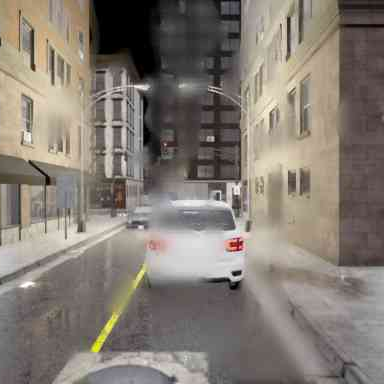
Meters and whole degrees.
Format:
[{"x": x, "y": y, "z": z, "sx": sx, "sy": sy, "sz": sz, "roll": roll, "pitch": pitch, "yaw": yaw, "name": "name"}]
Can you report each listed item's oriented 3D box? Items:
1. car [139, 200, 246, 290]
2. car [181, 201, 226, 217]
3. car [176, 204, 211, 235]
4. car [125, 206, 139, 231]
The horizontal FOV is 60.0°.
[{"x": 0.090, "y": 1.221, "z": 9.215, "sx": 2.150, "sy": 2.045, "sz": 5.566, "roll": 0, "pitch": 0, "yaw": 0, "name": "car"}, {"x": 1.073, "y": 1.565, "z": 31.630, "sx": 4.181, "sy": 1.385, "sz": 1.994, "roll": 0, "pitch": 0, "yaw": 0, "name": "car"}, {"x": 0.060, "y": 1.524, "z": 19.538, "sx": 1.812, "sy": 1.442, "sz": 4.674, "roll": 0, "pitch": 0, "yaw": 0, "name": "car"}, {"x": -2.779, "y": 1.546, "z": 20.740, "sx": 2.033, "sy": 1.411, "sz": 5.357, "roll": 0, "pitch": 0, "yaw": 0, "name": "car"}]
